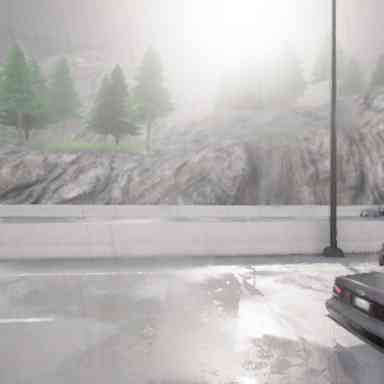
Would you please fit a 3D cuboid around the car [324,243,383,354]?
[{"bbox_3d":[4.848,1.634,5.061,5.357,1.411,2.033,1,-1,-9],"label":"car"}]
